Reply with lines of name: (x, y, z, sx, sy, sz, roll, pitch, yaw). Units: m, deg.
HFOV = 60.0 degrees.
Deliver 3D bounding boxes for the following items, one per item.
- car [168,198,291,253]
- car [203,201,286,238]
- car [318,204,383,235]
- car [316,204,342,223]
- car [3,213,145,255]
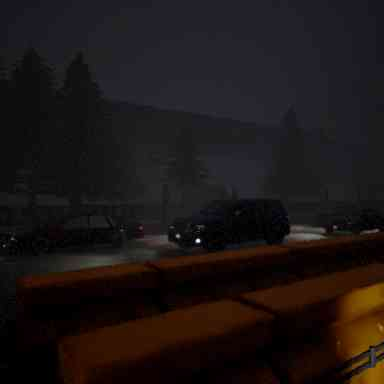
car: (1.733, 1.294, 13.842, 5.566, 2.045, 2.150, 1, 0, -36)
car: (3.073, 1.456, 19.079, 4.553, 1.767, 2.097, 1, 0, -35)
car: (9.735, 1.674, 19.532, 4.674, 1.442, 1.812, 1, 0, -35)
car: (11.318, 1.660, 24.947, 5.008, 1.535, 1.882, 1, 0, -36)
car: (-4.606, 1.578, 13.604, 5.357, 1.411, 2.033, 1, 0, -36)
